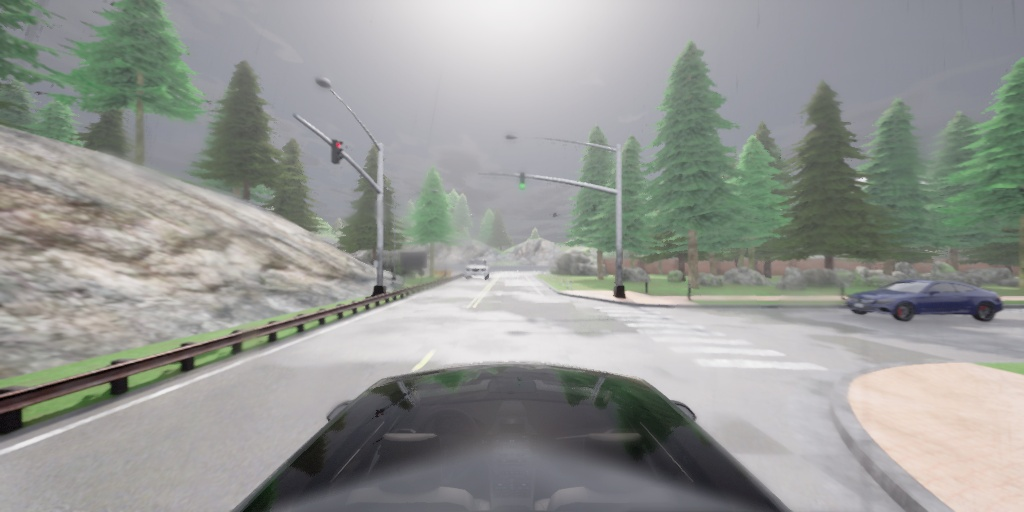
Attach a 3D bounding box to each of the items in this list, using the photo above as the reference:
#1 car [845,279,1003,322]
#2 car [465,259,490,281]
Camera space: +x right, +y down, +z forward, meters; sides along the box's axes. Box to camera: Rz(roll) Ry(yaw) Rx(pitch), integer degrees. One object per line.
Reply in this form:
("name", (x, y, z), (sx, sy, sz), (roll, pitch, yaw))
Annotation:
("car", (15.350, 1.596, 13.467), (4.674, 1.442, 1.812), (0, -1, 0))
("car", (-3.506, 1.334, 37.290), (2.150, 2.045, 5.566), (0, 0, 0))
